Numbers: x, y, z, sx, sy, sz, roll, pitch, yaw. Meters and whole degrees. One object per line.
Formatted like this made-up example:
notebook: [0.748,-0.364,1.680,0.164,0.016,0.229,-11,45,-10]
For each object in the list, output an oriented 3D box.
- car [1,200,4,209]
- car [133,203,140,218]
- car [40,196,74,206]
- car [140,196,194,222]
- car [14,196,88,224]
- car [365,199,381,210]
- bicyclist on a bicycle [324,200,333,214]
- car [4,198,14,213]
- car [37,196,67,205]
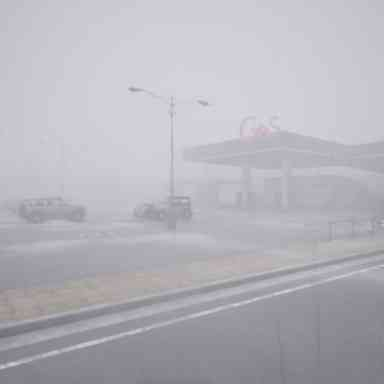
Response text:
car: [-22.506,1.520,42.901,3.633,1.501,1.845,0,0,-36]
car: [-3.158,1.566,29.204,3.806,1.475,1.970,0,0,-36]
car: [-23.183,1.537,56.999,5.027,1.636,2.152,0,0,-36]
car: [-1.715,1.281,26.147,3.866,1.878,1.905,0,0,-36]
car: [-10.023,1.295,24.227,4.605,1.855,1.932,0,0,-36]
car: [26.221,1.712,45.535,2.242,1.667,4.611,0,0,-36]
bicyclist on a bicycle: [15.284,1.674,37.222,1.656,1.620,0.582,0,0,-35]
car: [-16.711,1.497,34.760,4.514,1.523,2.007,0,0,-36]
car: [-25.055,1.546,59.517,4.514,1.523,2.007,0,0,-36]
